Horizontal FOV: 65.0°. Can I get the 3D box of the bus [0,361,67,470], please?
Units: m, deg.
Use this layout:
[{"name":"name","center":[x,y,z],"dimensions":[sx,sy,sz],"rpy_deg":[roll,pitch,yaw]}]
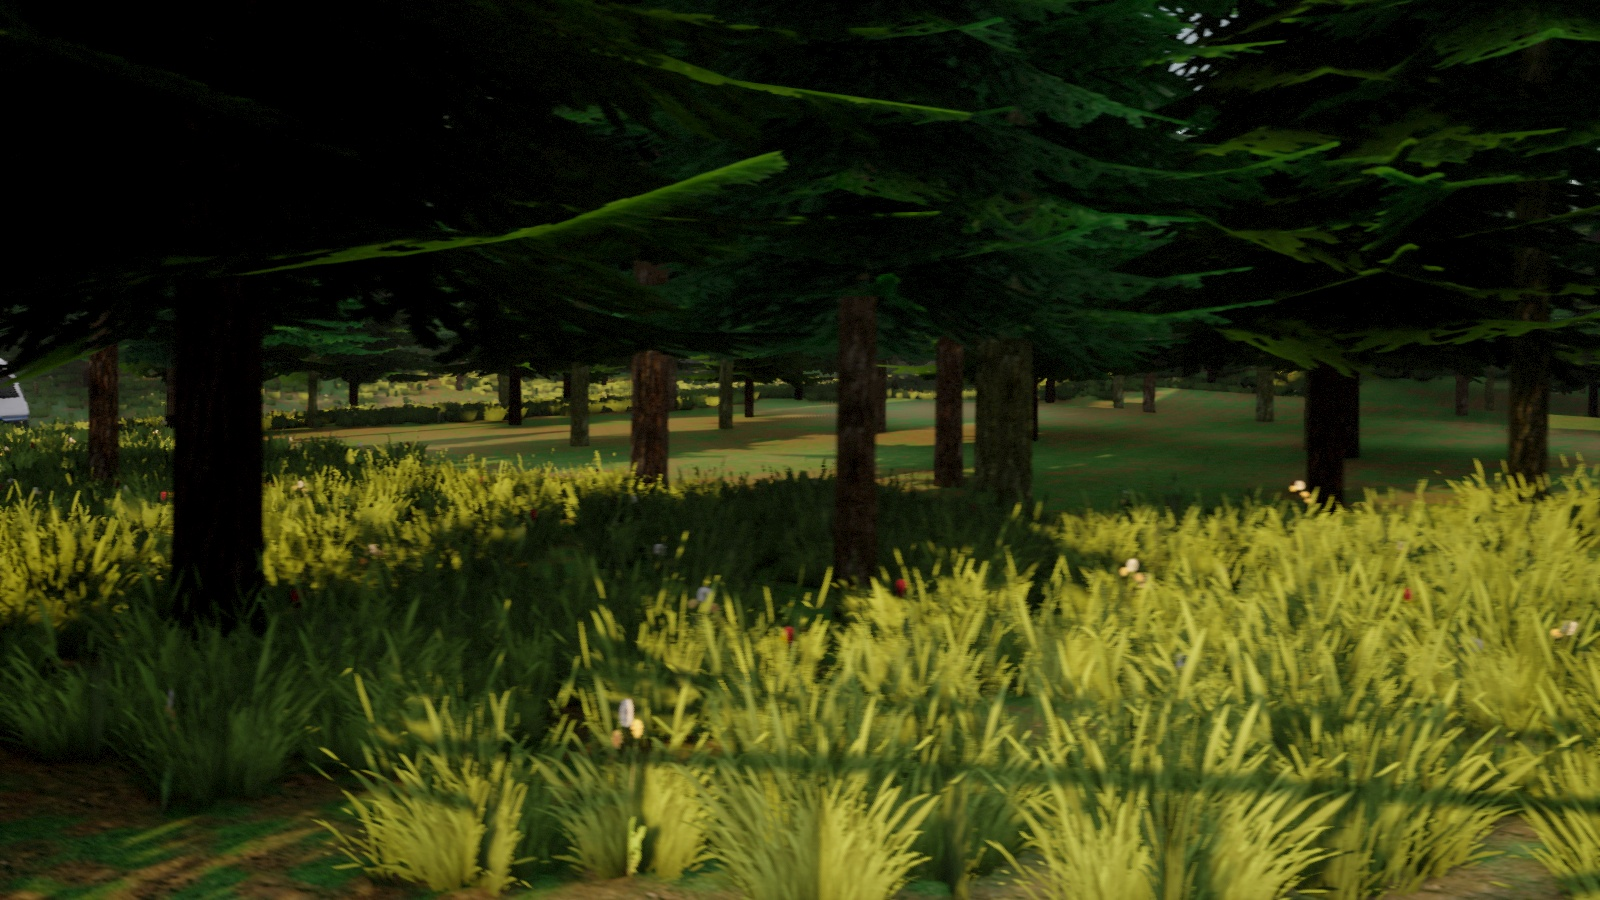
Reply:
[{"name":"bus","center":[-35.579,-0.995,49.677],"dimensions":[3.944,4.253,10.273],"rpy_deg":[-1,6,35]}]
